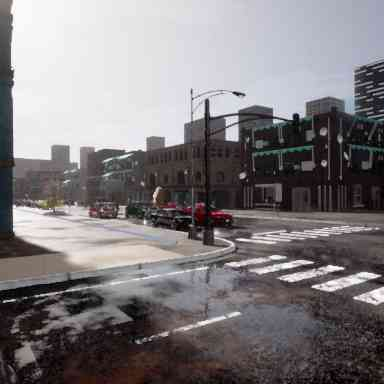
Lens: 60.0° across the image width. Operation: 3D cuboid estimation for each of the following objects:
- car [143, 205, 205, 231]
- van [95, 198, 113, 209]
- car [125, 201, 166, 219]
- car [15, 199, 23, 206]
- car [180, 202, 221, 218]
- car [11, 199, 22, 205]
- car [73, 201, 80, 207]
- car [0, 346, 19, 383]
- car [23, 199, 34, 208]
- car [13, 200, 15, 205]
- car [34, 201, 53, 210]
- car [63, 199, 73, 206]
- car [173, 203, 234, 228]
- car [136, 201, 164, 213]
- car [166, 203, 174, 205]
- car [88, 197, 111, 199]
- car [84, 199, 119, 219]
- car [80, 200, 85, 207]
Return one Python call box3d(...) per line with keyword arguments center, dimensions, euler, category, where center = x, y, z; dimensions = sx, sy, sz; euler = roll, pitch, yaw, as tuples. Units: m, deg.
box3d(center=(-1.318, 1.815, 23.111), dimensions=(1.947, 1.339, 4.313), euler=(-1, 0, -35), category="car")
box3d(center=(-15.203, 1.907, 57.418), dimensions=(1.690, 1.788, 3.998), euler=(-1, 0, -35), category="van")
box3d(center=(-4.898, 1.689, 32.871), dimensions=(2.097, 1.767, 4.553), euler=(-1, 0, -35), category="car")
box3d(center=(-38.035, 2.380, 75.157), dimensions=(1.967, 1.590, 4.097), euler=(-1, 0, -35), category="car")
box3d(center=(0.797, 1.810, 34.833), dimensions=(2.008, 1.369, 4.403), euler=(-2, 0, -35), category="car")
box3d(center=(-44.430, 2.598, 84.191), dimensions=(1.887, 1.381, 4.507), euler=(-1, 0, -35), category="car")
box3d(center=(-21.597, 2.228, 66.452), dimensions=(1.887, 1.381, 4.507), euler=(-1, 0, -35), category="car")
box3d(center=(-3.544, 1.548, 1.163), dimensions=(5.357, 1.411, 2.033), euler=(0, 0, -35), category="car")
box3d(center=(-31.634, 2.376, 66.124), dimensions=(2.008, 1.369, 4.403), euler=(-1, 0, -35), category="car")
box3d(center=(-41.231, 2.547, 79.675), dimensions=(2.008, 1.369, 4.403), euler=(-1, 0, -35), category="car")
box3d(center=(-25.137, 2.233, 56.951), dimensions=(1.752, 1.417, 4.829), euler=(-1, 0, -35), category="car")
box3d(center=(-27.995, 2.364, 75.486), dimensions=(1.947, 1.339, 4.313), euler=(-1, 0, -35), category="car")
box3d(center=(0.962, 1.698, 24.597), dimensions=(1.882, 1.535, 5.008), euler=(-1, 0, -35), category="car")
box3d(center=(-5.600, 1.966, 43.867), dimensions=(1.802, 1.307, 4.206), euler=(-1, 0, -35), category="car")
box3d(center=(-2.402, 1.904, 39.351), dimensions=(1.802, 1.307, 4.206), euler=(-2, 0, -35), category="car")
box3d(center=(-11.043, 1.678, 41.564), dimensions=(2.150, 2.045, 5.566), euler=(-1, 0, -35), category="car")
box3d(center=(-9.242, 1.847, 34.505), dimensions=(1.967, 1.590, 4.097), euler=(-1, 0, -35), category="car")
box3d(center=(-18.403, 1.940, 61.934), dimensions=(2.192, 1.841, 5.009), euler=(-1, 0, -35), category="car")
